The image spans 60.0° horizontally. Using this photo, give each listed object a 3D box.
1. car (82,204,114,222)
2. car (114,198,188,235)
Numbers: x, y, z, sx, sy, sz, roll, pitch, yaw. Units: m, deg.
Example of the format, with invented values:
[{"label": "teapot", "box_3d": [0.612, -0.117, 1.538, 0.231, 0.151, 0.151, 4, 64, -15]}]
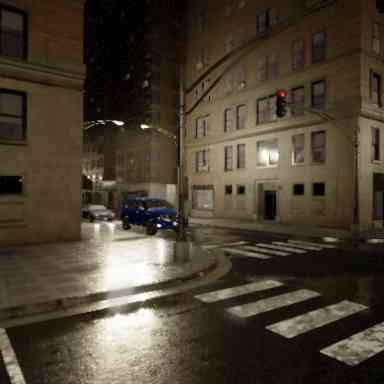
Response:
[{"label": "car", "box_3d": [-8.436, 1.776, 28.712, 2.033, 1.411, 5.357, 1, -1, -36]}, {"label": "car", "box_3d": [-2.484, 1.394, 20.396, 2.150, 2.045, 5.566, 1, -1, -35]}]
